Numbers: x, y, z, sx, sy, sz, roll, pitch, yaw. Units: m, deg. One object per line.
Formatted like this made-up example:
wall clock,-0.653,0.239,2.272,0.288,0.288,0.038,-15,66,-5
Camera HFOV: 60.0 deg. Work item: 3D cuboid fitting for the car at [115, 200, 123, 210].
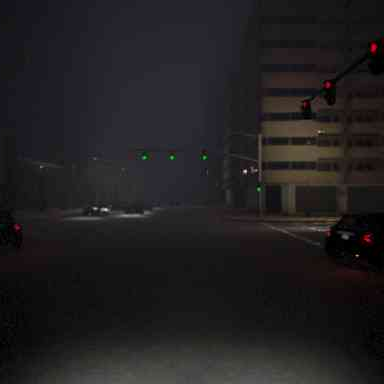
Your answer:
car,-10.564,1.999,49.387,1.882,1.535,5.008,0,0,0

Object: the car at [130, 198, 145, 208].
car,-10.508,2.026,63.898,2.097,1.767,4.553,0,-1,0

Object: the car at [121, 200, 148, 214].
car,-7.071,2.000,41.374,1.994,1.385,4.181,0,-1,0

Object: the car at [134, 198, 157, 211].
car,-7.059,2.018,50.174,2.128,1.511,4.902,0,0,0

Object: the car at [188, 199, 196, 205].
car,0.011,2.287,78.676,1.994,1.385,4.181,0,-1,0

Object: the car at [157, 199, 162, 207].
car,-7.012,2.174,64.583,2.128,1.511,4.902,0,-1,1

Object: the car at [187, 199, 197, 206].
car,0.010,2.292,70.377,1.994,1.385,4.181,0,-1,0

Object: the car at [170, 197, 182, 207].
car,-3.490,2.248,68.997,2.128,1.511,4.902,0,-1,0

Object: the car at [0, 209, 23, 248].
car,-9.231,1.510,14.804,2.097,1.767,4.553,0,-1,-42

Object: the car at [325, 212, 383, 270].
car,6.962,1.474,11.510,4.553,1.767,2.097,0,0,-20

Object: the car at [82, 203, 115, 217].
car,-10.583,1.940,37.142,2.033,1.411,5.357,0,-1,0

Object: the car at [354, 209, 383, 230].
car,13.863,1.839,22.611,4.718,1.301,1.895,0,-1,-1
